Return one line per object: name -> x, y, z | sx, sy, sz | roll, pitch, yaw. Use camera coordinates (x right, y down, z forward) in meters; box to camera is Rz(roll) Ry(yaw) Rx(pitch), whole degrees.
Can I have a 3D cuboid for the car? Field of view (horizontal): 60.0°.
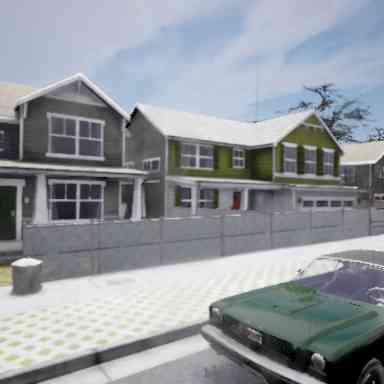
car -> 2.462, 1.615, 4.808 | 4.718, 1.301, 1.895 | 0, 0, -35
